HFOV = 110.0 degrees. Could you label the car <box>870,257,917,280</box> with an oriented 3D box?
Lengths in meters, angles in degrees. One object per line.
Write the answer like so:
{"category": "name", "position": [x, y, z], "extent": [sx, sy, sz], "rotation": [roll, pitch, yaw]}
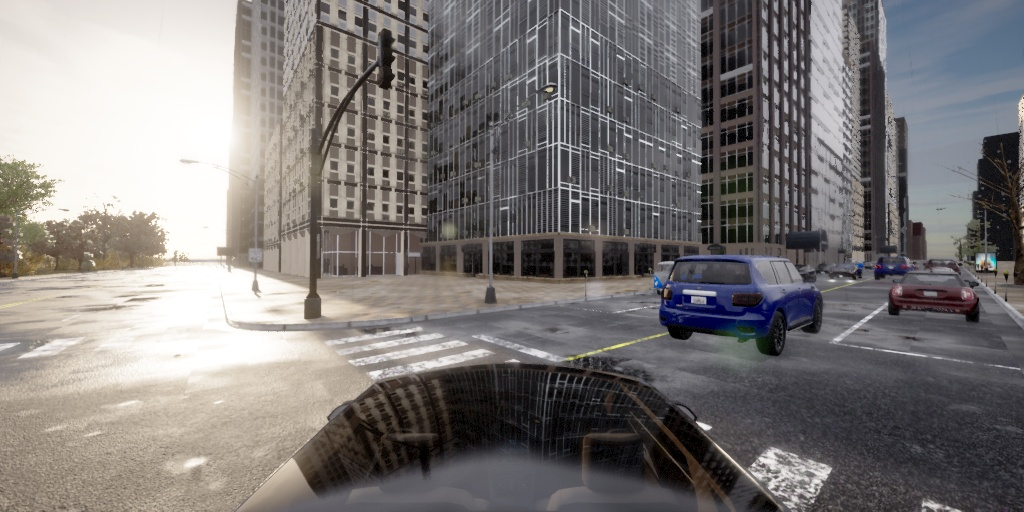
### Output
{"category": "car", "position": [33.514, 1.067, 31.369], "extent": [5.566, 2.045, 2.150], "rotation": [0, 0, -38]}

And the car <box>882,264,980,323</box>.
{"category": "car", "position": [14.533, 1.211, 12.381], "extent": [4.097, 1.591, 1.967], "rotation": [0, 0, -39]}

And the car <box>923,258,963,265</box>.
{"category": "car", "position": [36.516, 1.145, 30.431], "extent": [5.009, 1.841, 2.192], "rotation": [0, 0, -39]}

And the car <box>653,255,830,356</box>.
{"category": "car", "position": [5.866, 0.995, 8.963], "extent": [5.566, 2.045, 2.150], "rotation": [0, 0, -39]}

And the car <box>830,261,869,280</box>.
{"category": "car", "position": [31.252, 1.414, 33.490], "extent": [5.357, 1.411, 2.033], "rotation": [0, -1, -39]}
